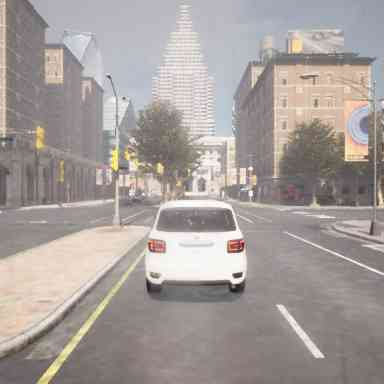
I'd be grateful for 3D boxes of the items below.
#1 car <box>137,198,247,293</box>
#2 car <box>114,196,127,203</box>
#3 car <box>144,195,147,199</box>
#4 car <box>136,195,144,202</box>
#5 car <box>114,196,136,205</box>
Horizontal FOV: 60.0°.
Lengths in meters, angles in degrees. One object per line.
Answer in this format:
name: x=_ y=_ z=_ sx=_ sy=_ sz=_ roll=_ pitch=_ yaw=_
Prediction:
car: x=0.077 y=1.221 z=9.032 sx=2.150 sy=2.045 sz=5.566 roll=0 pitch=0 yaw=0
car: x=-14.955 y=1.594 z=69.873 sx=1.895 sy=1.301 sz=4.718 roll=0 pitch=0 yaw=0
car: x=-11.732 y=1.500 z=78.732 sx=1.837 sy=1.490 sz=4.892 roll=0 pitch=0 yaw=0
car: x=-11.701 y=1.600 z=68.550 sx=1.895 sy=1.301 sz=4.718 roll=0 pitch=0 yaw=0
car: x=-11.726 y=1.505 z=58.496 sx=1.837 sy=1.490 sz=4.892 roll=0 pitch=0 yaw=0
